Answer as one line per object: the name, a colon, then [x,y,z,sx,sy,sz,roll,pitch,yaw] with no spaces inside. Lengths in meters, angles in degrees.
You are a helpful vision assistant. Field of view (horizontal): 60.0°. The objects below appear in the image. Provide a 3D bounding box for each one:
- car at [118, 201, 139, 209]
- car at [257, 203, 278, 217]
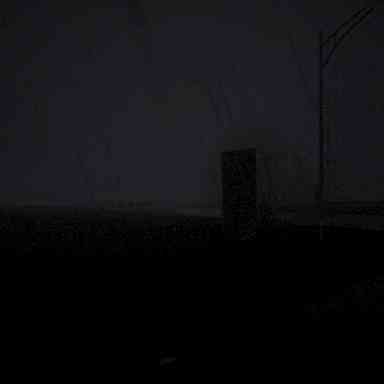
car: [-11.313,2.252,59.147,1.895,1.301,4.718,-2,0,-36]
car: [6.709,1.828,34.015,1.994,1.385,4.181,-2,1,-36]
